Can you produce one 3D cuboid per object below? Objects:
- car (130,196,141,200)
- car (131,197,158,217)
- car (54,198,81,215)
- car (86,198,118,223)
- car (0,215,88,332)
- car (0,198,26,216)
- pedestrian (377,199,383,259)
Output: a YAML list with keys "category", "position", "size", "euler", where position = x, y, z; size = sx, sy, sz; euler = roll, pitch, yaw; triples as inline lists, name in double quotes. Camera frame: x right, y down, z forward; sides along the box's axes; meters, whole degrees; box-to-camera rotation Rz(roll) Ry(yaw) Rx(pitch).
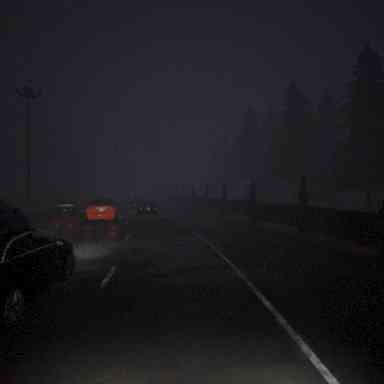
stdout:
- category: "car"
  position: [-7.168, 1.308, 44.259]
  size: [1.882, 1.535, 5.008]
  euler: [0, 0, -12]
- category: "car"
  position: [-4.153, 1.432, 30.201]
  size: [2.033, 1.411, 5.357]
  euler: [0, 0, -12]
- category: "car"
  position: [-11.489, 1.371, 31.025]
  size: [2.128, 1.511, 4.902]
  euler: [0, 0, -12]
- category: "car"
  position: [-6.623, 1.256, 24.784]
  size: [2.097, 1.767, 4.553]
  euler: [0, 0, -11]
- category: "car"
  position: [-3.845, 1.465, 6.694]
  size: [2.128, 1.511, 4.902]
  euler: [0, 0, -4]
- category: "car"
  position: [-7.886, 1.174, 12.190]
  size: [2.150, 2.045, 5.566]
  euler: [0, 0, -7]
- category: "pedestrian"
  position: [5.898, 1.102, 10.160]
  size: [0.375, 1.860, 0.375]
  euler: [0, 0, -6]
